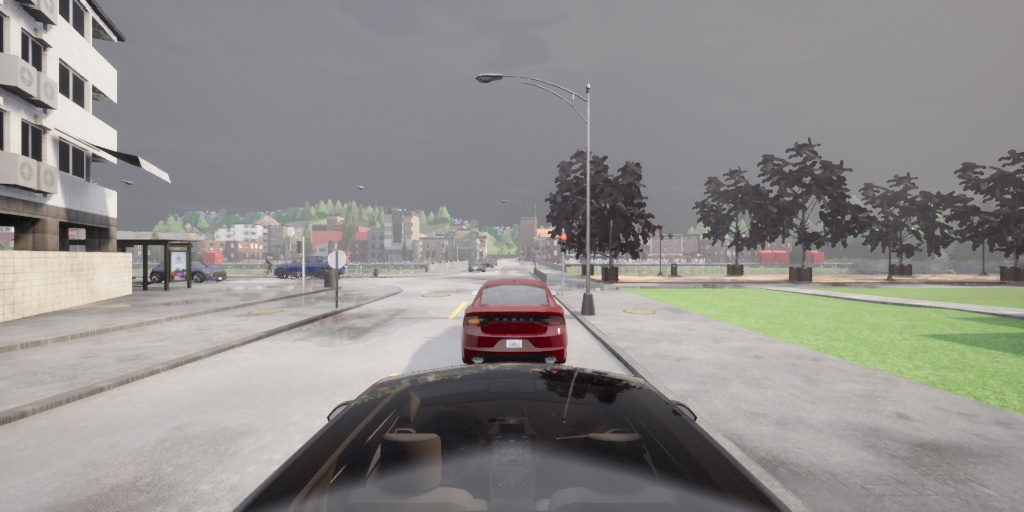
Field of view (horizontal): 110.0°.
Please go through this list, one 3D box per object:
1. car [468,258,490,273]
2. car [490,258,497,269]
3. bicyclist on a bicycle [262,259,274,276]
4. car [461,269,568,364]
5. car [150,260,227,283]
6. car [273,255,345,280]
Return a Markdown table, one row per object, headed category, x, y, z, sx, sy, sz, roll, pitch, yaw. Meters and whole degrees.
| category | x | y | z | sx | sy | sz | roll | pitch | yaw |
| --- | --- | --- | --- | --- | --- | --- | --- | --- | --- |
| car | -4.094 | 1.242 | 42.486 | 2.128 | 1.511 | 4.902 | 0 | 0 | 0 |
| car | -4.076 | 1.101 | 58.444 | 2.097 | 1.767 | 4.553 | 0 | 0 | 0 |
| bicyclist on a bicycle | -24.021 | 1.099 | 35.307 | 0.582 | 1.620 | 1.656 | 0 | 0 | 0 |
| car | 0.054 | 1.228 | 8.115 | 1.882 | 1.535 | 5.008 | 0 | 0 | 0 |
| car | -24.140 | 1.102 | 26.911 | 4.553 | 1.767 | 2.097 | 0 | 0 | 0 |
| car | -17.370 | 0.971 | 30.857 | 5.566 | 2.045 | 2.150 | 0 | 0 | 3 |
